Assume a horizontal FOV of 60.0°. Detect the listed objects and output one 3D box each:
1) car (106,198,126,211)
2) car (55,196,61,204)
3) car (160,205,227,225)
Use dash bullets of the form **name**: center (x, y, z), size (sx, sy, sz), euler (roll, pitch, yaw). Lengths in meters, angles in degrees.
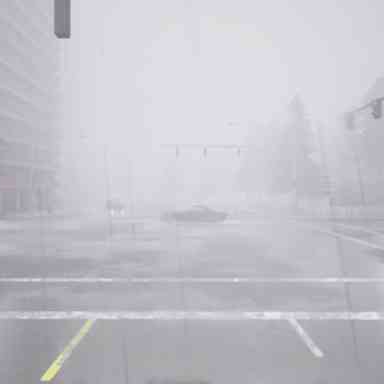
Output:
- **car**: center (-9.578, 1.505, 41.360), size (2.033, 1.411, 5.357), euler (0, 0, -21)
- **car**: center (-26.187, 1.162, 59.914), size (5.566, 2.045, 2.150), euler (0, 0, 28)
- **car**: center (0.082, 1.613, 23.703), size (4.718, 1.301, 1.895), euler (0, 0, 0)
